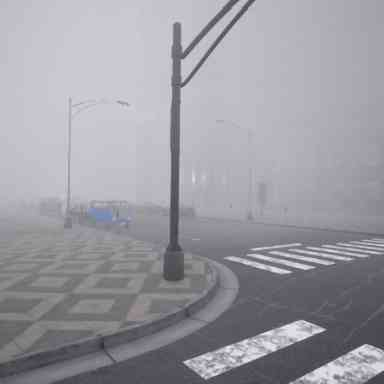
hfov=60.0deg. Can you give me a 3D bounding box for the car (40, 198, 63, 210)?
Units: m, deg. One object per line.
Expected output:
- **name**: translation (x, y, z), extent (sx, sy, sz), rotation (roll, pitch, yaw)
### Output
- **car**: translation (-19.707, 1.658, 46.508), extent (1.837, 1.490, 4.892), rotation (1, -1, -35)

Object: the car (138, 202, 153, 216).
- **car**: translation (-4.637, 1.730, 35.192), extent (1.887, 1.381, 4.507), rotation (1, -1, -35)

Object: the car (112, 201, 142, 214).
- **car**: translation (-7.827, 1.751, 39.703), extent (1.887, 1.381, 4.507), rotation (1, -1, -35)

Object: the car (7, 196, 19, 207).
- **car**: translation (-27.573, 1.692, 52.830), extent (2.008, 1.369, 4.403), rotation (1, -1, -35)

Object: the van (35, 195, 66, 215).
- **van**: translation (-14.816, 1.397, 34.785), extent (1.690, 1.788, 3.998), rotation (1, -1, -35)

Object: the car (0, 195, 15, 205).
- **car**: translation (-37.041, 1.730, 66.227), extent (1.752, 1.417, 4.829), rotation (1, -1, -35)

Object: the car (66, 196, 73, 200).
- **car**: translation (-20.588, 1.607, 57.750), extent (2.192, 1.841, 5.009), rotation (1, -1, -35)

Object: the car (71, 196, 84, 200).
- **car**: translation (-17.399, 1.815, 53.237), extent (1.887, 1.381, 4.507), rotation (1, -1, -35)

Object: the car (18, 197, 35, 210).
- **car**: translation (-21.196, 1.680, 43.806), extent (1.802, 1.307, 4.206), rotation (1, -1, -35)

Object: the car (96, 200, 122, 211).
- **car**: translation (-11.116, 1.754, 44.353), extent (1.752, 1.417, 4.829), rotation (1, -1, -35)

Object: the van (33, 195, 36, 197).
- **van**: translation (-36.541, 1.740, 80.304), extent (1.690, 1.788, 3.998), rotation (1, -1, -35)

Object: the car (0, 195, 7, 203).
- **car**: translation (-43.515, 1.564, 75.391), extent (2.192, 1.841, 5.009), rotation (1, -1, -35)

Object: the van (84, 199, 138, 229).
- **van**: translation (-5.250, 1.335, 21.249), extent (1.690, 1.788, 3.998), rotation (1, -1, -35)

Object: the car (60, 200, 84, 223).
- **car**: translation (-8.441, 1.559, 25.759), extent (1.887, 1.381, 4.507), rotation (1, -1, -35)

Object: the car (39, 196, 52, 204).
- **car**: translation (-33.352, 1.818, 75.793), extent (1.967, 1.590, 4.097), rotation (1, -1, -35)

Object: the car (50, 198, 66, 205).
- **car**: translation (-26.972, 1.885, 66.770), extent (2.008, 1.369, 4.403), rotation (1, -1, -35)

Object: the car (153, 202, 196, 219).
- **car**: translation (-1.446, 1.710, 30.681), extent (1.887, 1.381, 4.507), rotation (1, -1, -35)

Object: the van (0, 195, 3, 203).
- **van**: translation (-46.704, 1.612, 79.903), extent (1.690, 1.788, 3.998), rotation (1, -1, -35)

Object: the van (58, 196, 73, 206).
- **van**: translation (-23.779, 1.654, 62.261), extent (1.690, 1.788, 3.998), rotation (1, -1, -35)
